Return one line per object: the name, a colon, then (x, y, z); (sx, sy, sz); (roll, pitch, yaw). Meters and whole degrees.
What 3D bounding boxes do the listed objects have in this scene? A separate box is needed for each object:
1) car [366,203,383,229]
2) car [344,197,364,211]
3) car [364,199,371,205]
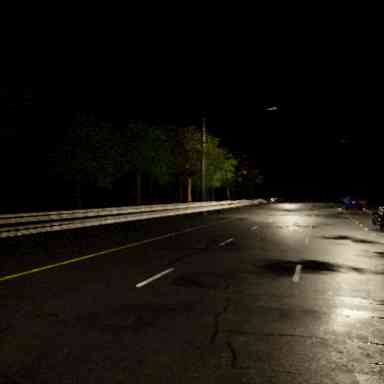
car: (14.130, 1.782, 23.711); (2.128, 1.511, 4.902); (1, 0, 21)
car: (25.220, 1.795, 52.059); (2.150, 2.045, 5.566); (0, 0, 24)
car: (37.538, 2.348, 72.188); (1.812, 1.442, 4.674); (0, 0, 42)
